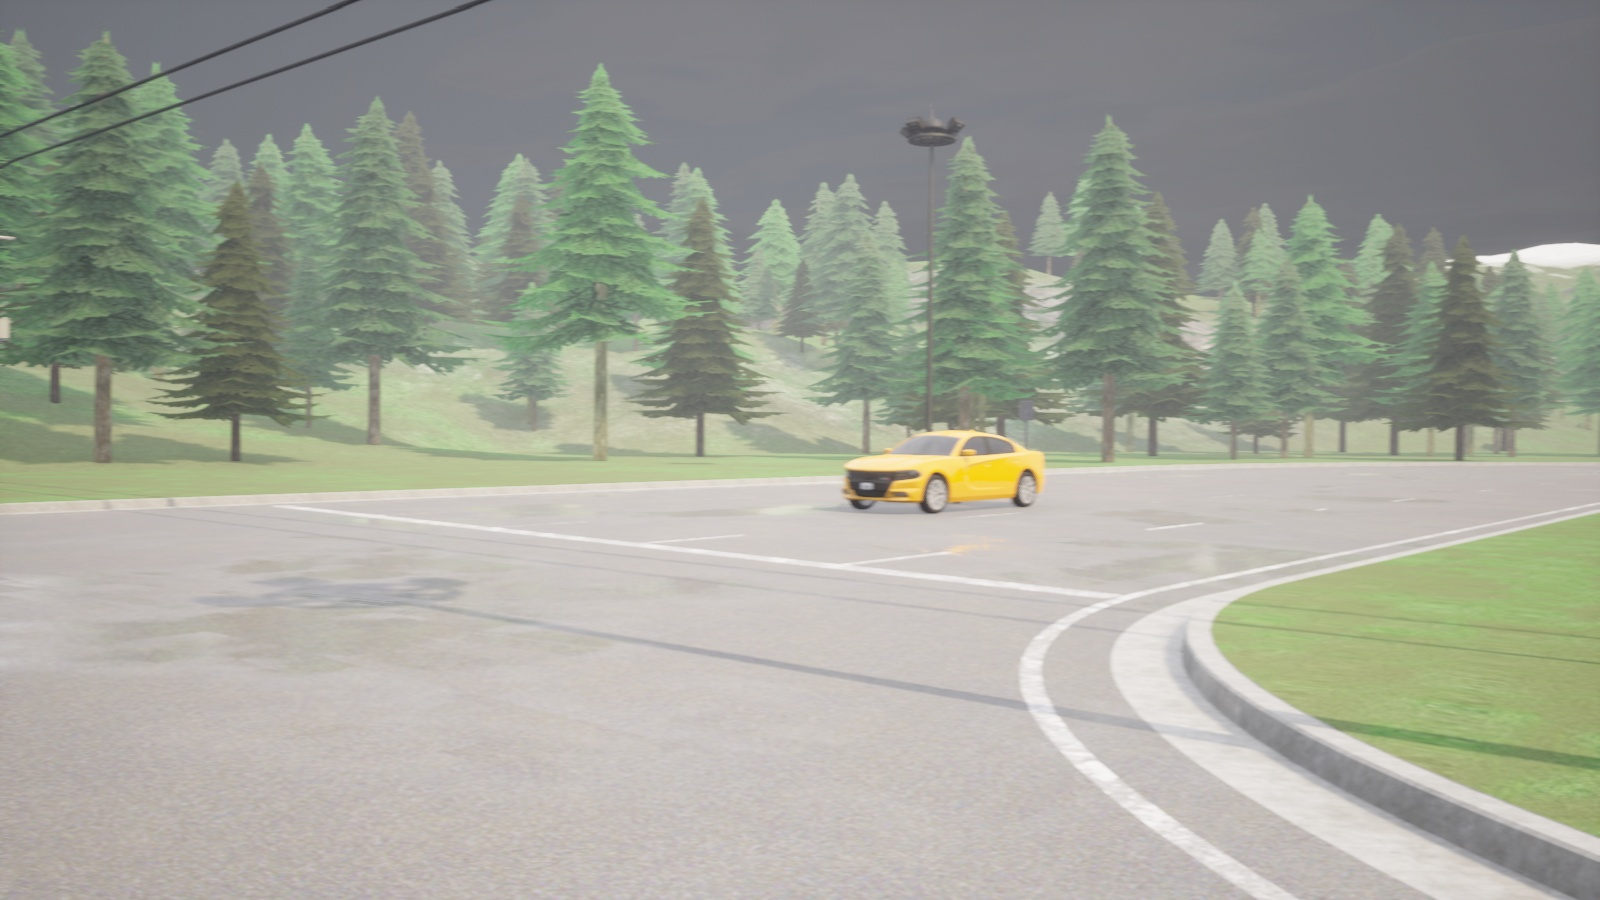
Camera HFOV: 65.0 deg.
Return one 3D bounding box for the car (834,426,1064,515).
[{"bbox_3d":[3.007,0.312,24.373,1.882,1.535,5.008,0,1,42],"label":"car"}]
